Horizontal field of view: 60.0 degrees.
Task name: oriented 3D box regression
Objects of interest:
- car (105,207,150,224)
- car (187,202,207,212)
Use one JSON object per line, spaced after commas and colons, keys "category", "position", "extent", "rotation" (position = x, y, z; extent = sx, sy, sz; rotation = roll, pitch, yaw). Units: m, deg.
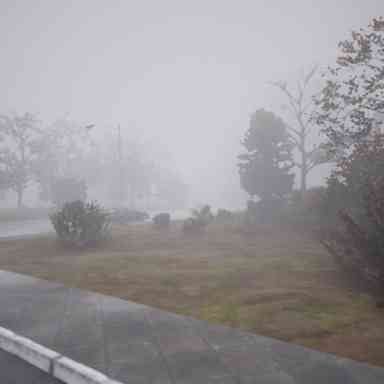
{"category": "car", "position": [-6.097, 2.044, 29.516], "extent": [2.033, 1.411, 5.357], "rotation": [-3, -2, 32]}
{"category": "car", "position": [1.067, 2.434, 54.337], "extent": [2.128, 1.511, 4.902], "rotation": [-3, -2, 33]}
